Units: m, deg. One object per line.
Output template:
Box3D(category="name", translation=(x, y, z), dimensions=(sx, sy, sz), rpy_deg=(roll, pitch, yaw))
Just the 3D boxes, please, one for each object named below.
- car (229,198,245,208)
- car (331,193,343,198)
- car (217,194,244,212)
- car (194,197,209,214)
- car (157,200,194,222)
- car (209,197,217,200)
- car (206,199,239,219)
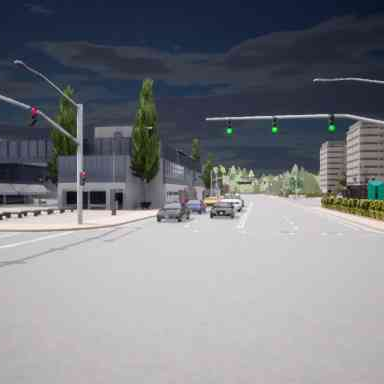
Box3D(category="car", translation=(6.690, 1.564, 49.118), dimensions=(1.994, 1.385, 4.181), rpy_deg=(0, 0, 11))
Box3D(category="car", translation=(32.994, 1.156, 72.116), dimensions=(3.866, 1.878, 1.905), rpy_deg=(0, 0, 10))
Box3D(category="car", translation=(4.607, 1.221, 38.596), dimensions=(2.150, 2.045, 5.566), rpy_deg=(0, 0, 12))
Box3D(category="car", translation=(0.318, 1.525, 34.959), dimensions=(1.812, 1.442, 4.674), rpy_deg=(0, 0, 11))
Box3D(category="car", translation=(-1.382, 1.526, 26.381), dimensions=(1.812, 1.442, 4.674), rpy_deg=(0, 0, 11))
Box3D(category="car", translation=(2.887, 1.477, 47.973), dimensions=(1.882, 1.535, 5.008), rpy_deg=(0, 0, 11))
Box3D(category="car", translation=(2.788, 1.564, 29.404), dimensions=(1.994, 1.385, 4.181), rpy_deg=(0, 0, 11))
